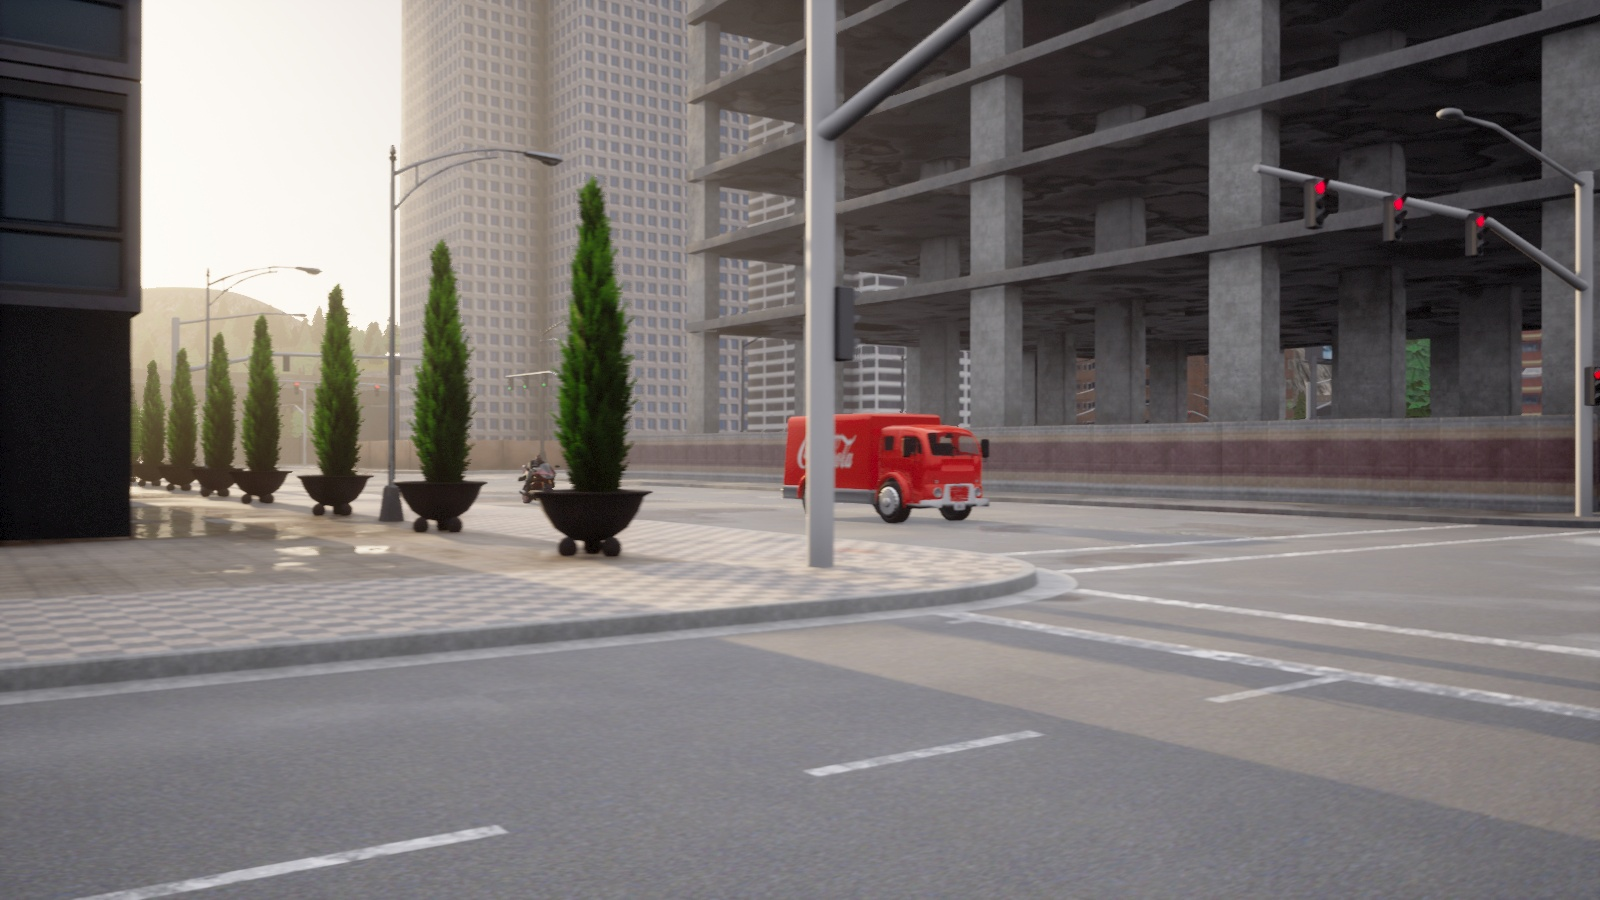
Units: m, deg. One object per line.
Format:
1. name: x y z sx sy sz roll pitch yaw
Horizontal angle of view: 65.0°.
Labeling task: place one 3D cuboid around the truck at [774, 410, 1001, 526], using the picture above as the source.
1. truck: 1.923 0.379 29.413 2.627 2.467 5.204 0 0 -35

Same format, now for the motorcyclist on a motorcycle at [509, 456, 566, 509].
1. motorcyclist on a motorcycle: -7.806 0.944 37.246 0.866 1.530 2.191 0 0 -35
